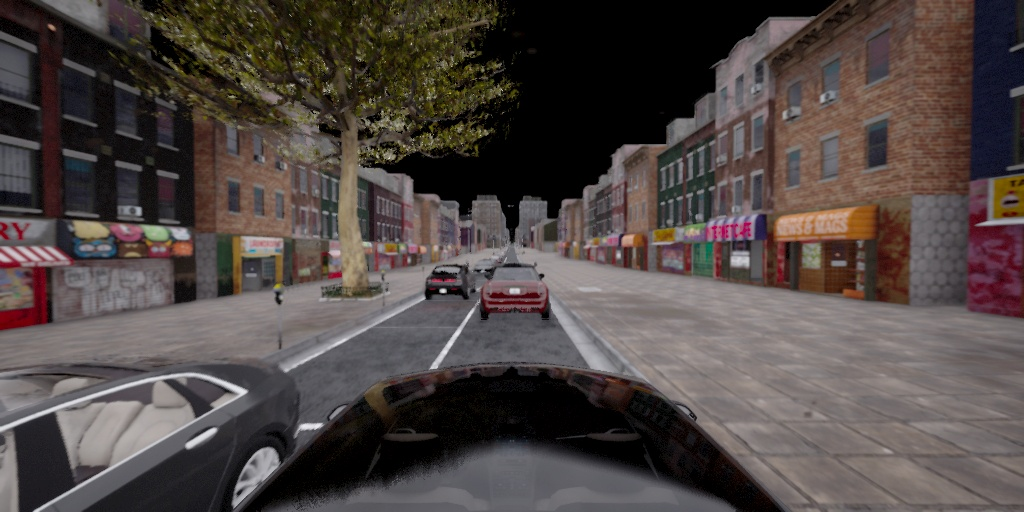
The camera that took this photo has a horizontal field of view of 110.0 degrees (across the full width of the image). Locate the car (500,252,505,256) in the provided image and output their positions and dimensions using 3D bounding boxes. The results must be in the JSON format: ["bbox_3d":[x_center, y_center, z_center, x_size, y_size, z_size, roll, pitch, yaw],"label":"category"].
[{"bbox_3d":[-2.630,0.490,62.248,1.948,1.339,4.313,0,0,0],"label":"car"}]

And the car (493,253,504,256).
[{"bbox_3d":[-2.631,0.633,56.716,1.802,1.307,4.207,0,0,0],"label":"car"}]

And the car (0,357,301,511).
[{"bbox_3d":[-2.638,1.303,1.340,2.007,1.370,4.403,0,0,0],"label":"car"}]

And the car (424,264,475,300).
[{"bbox_3d":[-2.748,1.129,16.712,1.837,1.490,4.892,0,1,0],"label":"car"}]

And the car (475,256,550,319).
[{"bbox_3d":[0.089,1.013,12.465,2.097,1.767,4.553,0,0,0],"label":"car"}]
